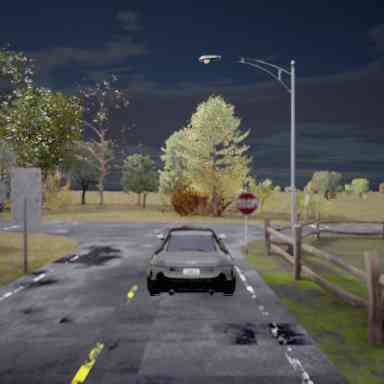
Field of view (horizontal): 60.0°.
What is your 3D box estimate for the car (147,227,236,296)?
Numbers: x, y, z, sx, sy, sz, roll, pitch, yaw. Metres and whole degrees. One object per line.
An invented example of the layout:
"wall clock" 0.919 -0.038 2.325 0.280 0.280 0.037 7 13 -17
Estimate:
"car" -0.019 1.627 8.875 1.994 1.385 4.181 0 0 0
